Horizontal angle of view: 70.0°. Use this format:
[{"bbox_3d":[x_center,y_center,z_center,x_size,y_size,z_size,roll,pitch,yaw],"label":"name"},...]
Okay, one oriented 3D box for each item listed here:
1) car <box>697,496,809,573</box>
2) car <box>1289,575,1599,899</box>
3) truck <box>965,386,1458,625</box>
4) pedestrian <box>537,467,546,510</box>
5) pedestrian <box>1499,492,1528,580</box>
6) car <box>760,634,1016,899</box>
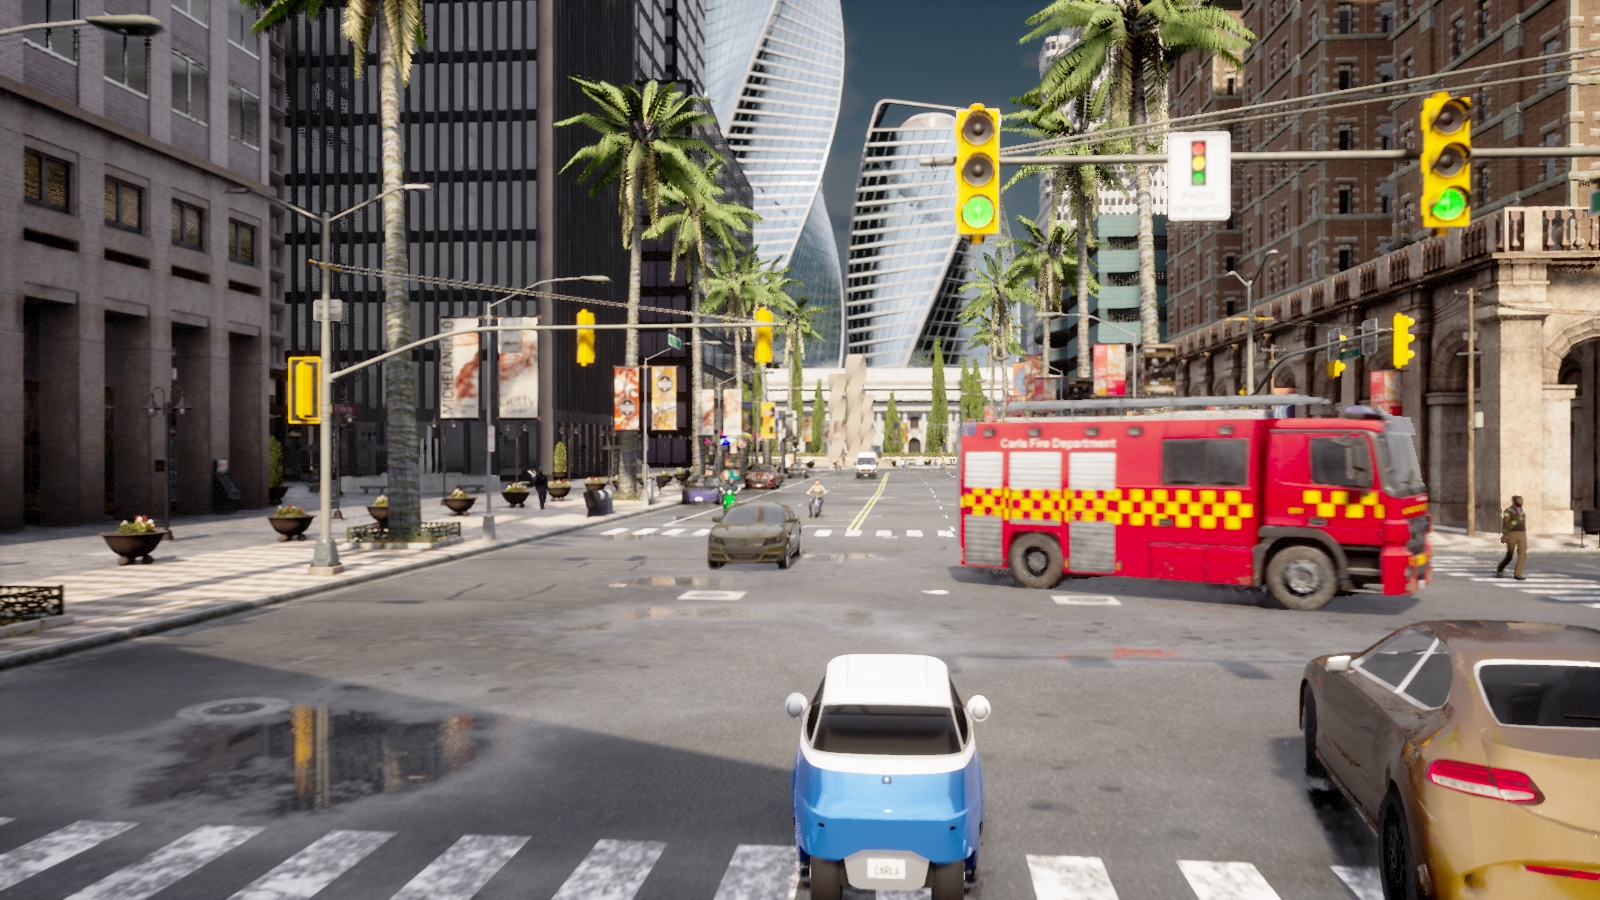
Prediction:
[{"bbox_3d":[-1.048,2.016,28.330,2.097,1.535,5.006,0,0,5],"label":"car"},{"bbox_3d":[4.888,1.989,7.886,2.152,1.651,5.027,0,0,16],"label":"car"},{"bbox_3d":[7.627,0.881,22.026,8.468,3.827,2.891,0,0,37],"label":"truck"},{"bbox_3d":[-11.121,1.659,49.176,0.375,1.860,0.375,0,0,-14],"label":"pedestrian"},{"bbox_3d":[15.285,1.841,24.469,0.375,1.860,0.375,0,0,-5],"label":"pedestrian"},{"bbox_3d":[0.588,2.117,7.720,1.481,1.376,2.207,0,0,4],"label":"car"}]
